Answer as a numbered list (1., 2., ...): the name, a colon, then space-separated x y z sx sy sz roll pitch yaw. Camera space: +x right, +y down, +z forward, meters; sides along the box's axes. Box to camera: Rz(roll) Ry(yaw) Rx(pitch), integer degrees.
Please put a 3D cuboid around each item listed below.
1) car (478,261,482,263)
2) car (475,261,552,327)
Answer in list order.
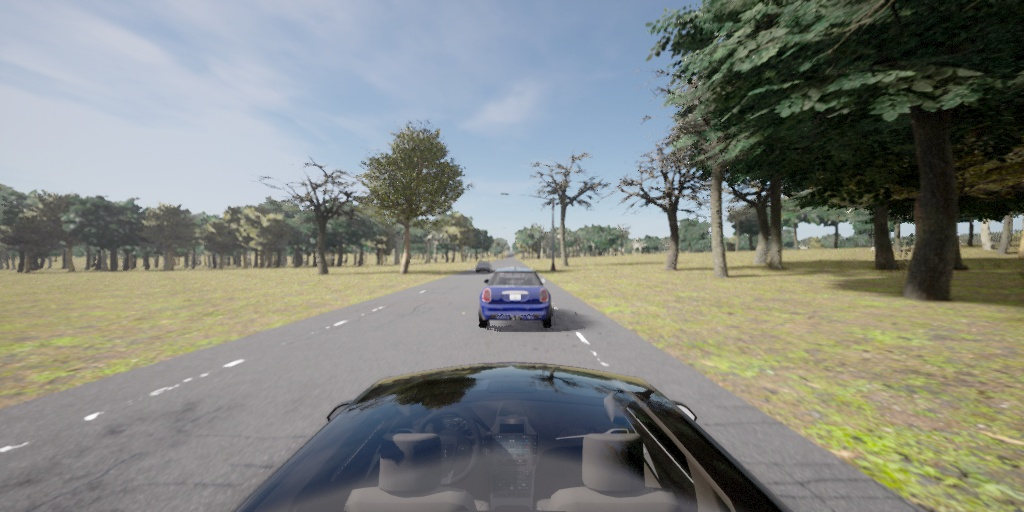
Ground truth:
1. car: -3.595 1.429 45.850 1.837 1.490 4.892 0 -1 0
2. car: 0.092 1.164 11.959 2.097 1.767 4.553 0 0 0
